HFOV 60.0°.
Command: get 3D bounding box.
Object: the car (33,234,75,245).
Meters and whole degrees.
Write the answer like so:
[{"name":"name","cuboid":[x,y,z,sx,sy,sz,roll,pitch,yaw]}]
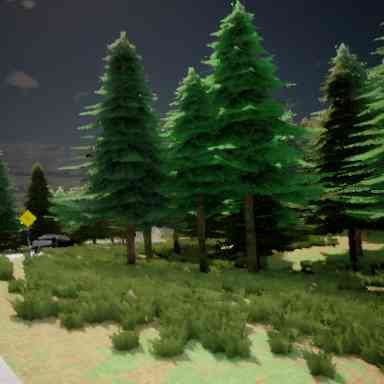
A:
[{"name":"car","cuboid":[-11.455,4.347,28.143,2.128,1.511,4.902,-3,-8,7]}]
